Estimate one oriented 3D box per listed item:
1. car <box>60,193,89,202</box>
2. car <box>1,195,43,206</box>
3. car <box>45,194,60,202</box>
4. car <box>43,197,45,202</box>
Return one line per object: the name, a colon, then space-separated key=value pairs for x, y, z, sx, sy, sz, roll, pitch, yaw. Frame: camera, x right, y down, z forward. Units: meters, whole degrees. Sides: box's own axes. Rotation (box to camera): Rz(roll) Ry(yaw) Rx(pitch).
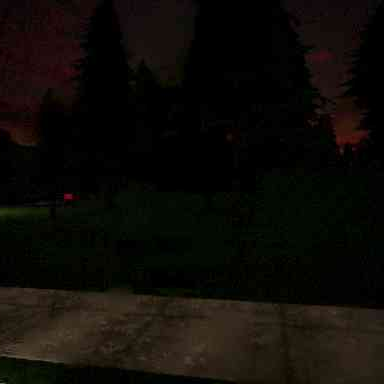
car: x=-21.491 y=0.702 z=62.030 sx=2.150 sy=2.045 sz=5.566 roll=0 pitch=1 yaw=13
car: x=-24.611 y=1.170 z=48.319 sx=2.128 sy=1.511 sz=4.902 roll=0 pitch=1 yaw=13
car: x=-24.906 y=1.032 z=62.786 sx=1.812 sy=1.442 sz=4.674 roll=0 pitch=1 yaw=13
car: x=-28.318 y=1.049 z=63.568 sx=1.812 sy=1.442 sz=4.674 roll=0 pitch=1 yaw=13
